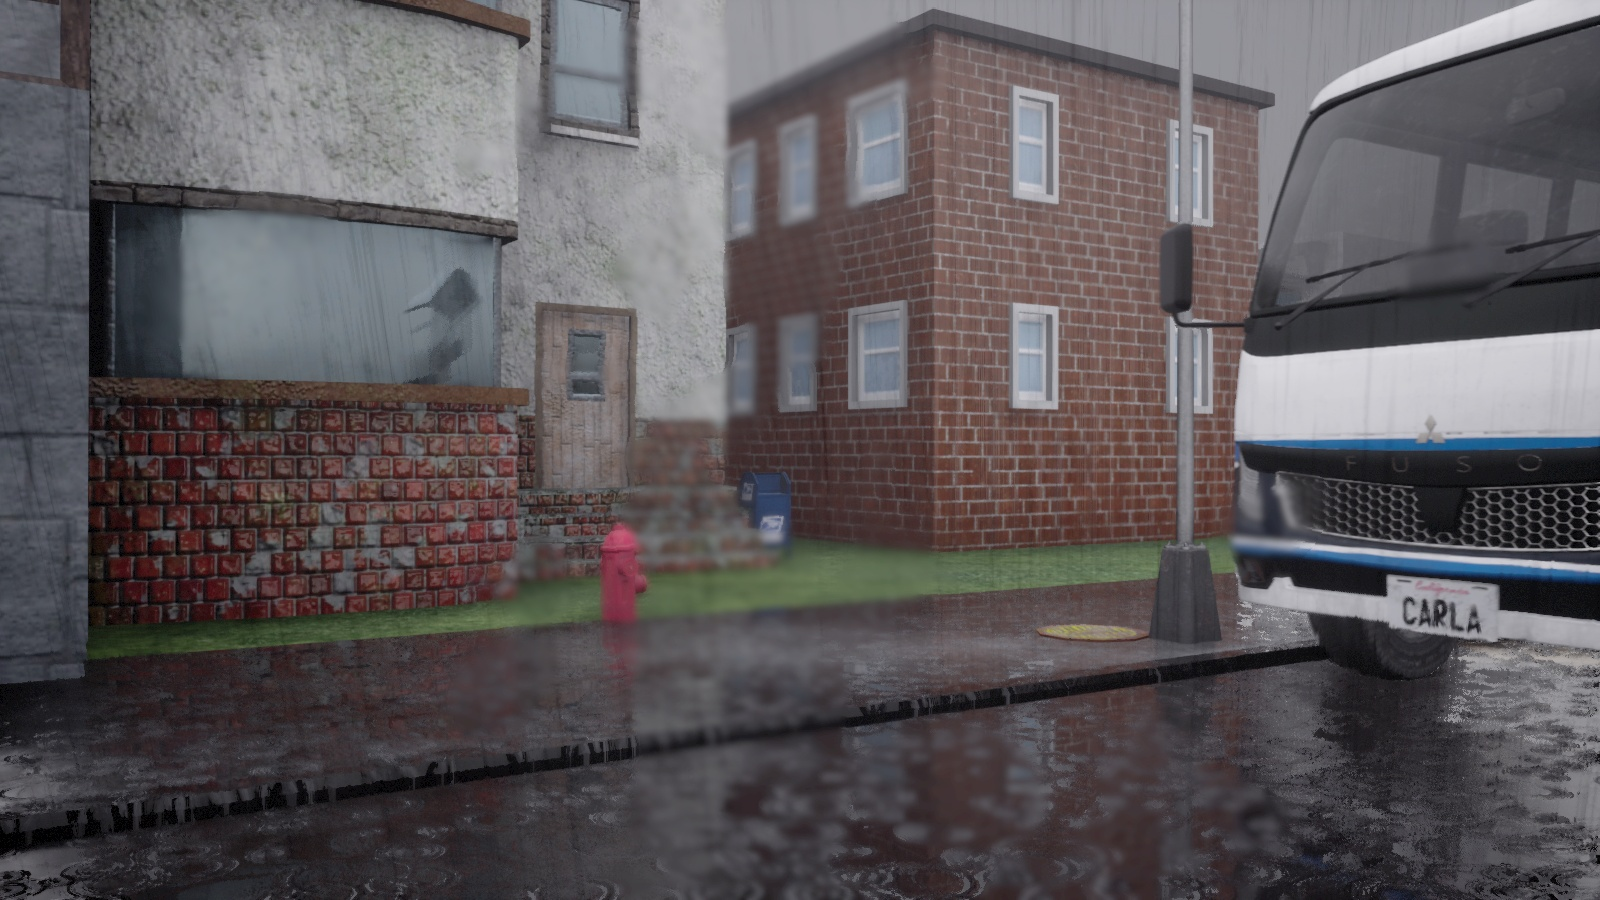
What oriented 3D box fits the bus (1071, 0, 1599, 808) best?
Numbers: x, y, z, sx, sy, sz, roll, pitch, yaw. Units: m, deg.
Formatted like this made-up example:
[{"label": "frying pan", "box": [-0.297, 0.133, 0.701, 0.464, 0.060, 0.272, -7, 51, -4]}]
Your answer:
[{"label": "bus", "box": [7.167, -0.625, 8.683, 10.273, 4.253, 3.944, 0, 0, -29]}]
